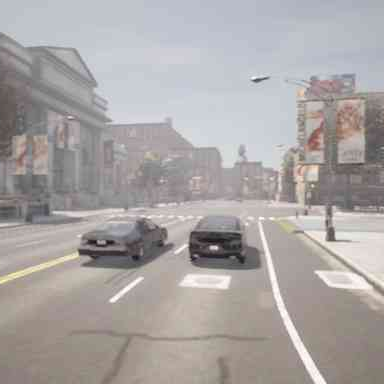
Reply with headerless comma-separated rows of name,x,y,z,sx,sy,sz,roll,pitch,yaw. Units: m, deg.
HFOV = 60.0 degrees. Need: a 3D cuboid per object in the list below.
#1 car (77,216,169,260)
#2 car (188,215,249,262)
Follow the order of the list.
car,-2.396,1.655,12.935,2.033,1.411,5.357,0,-1,10
car,1.137,1.603,12.782,1.882,1.535,5.008,0,0,10
